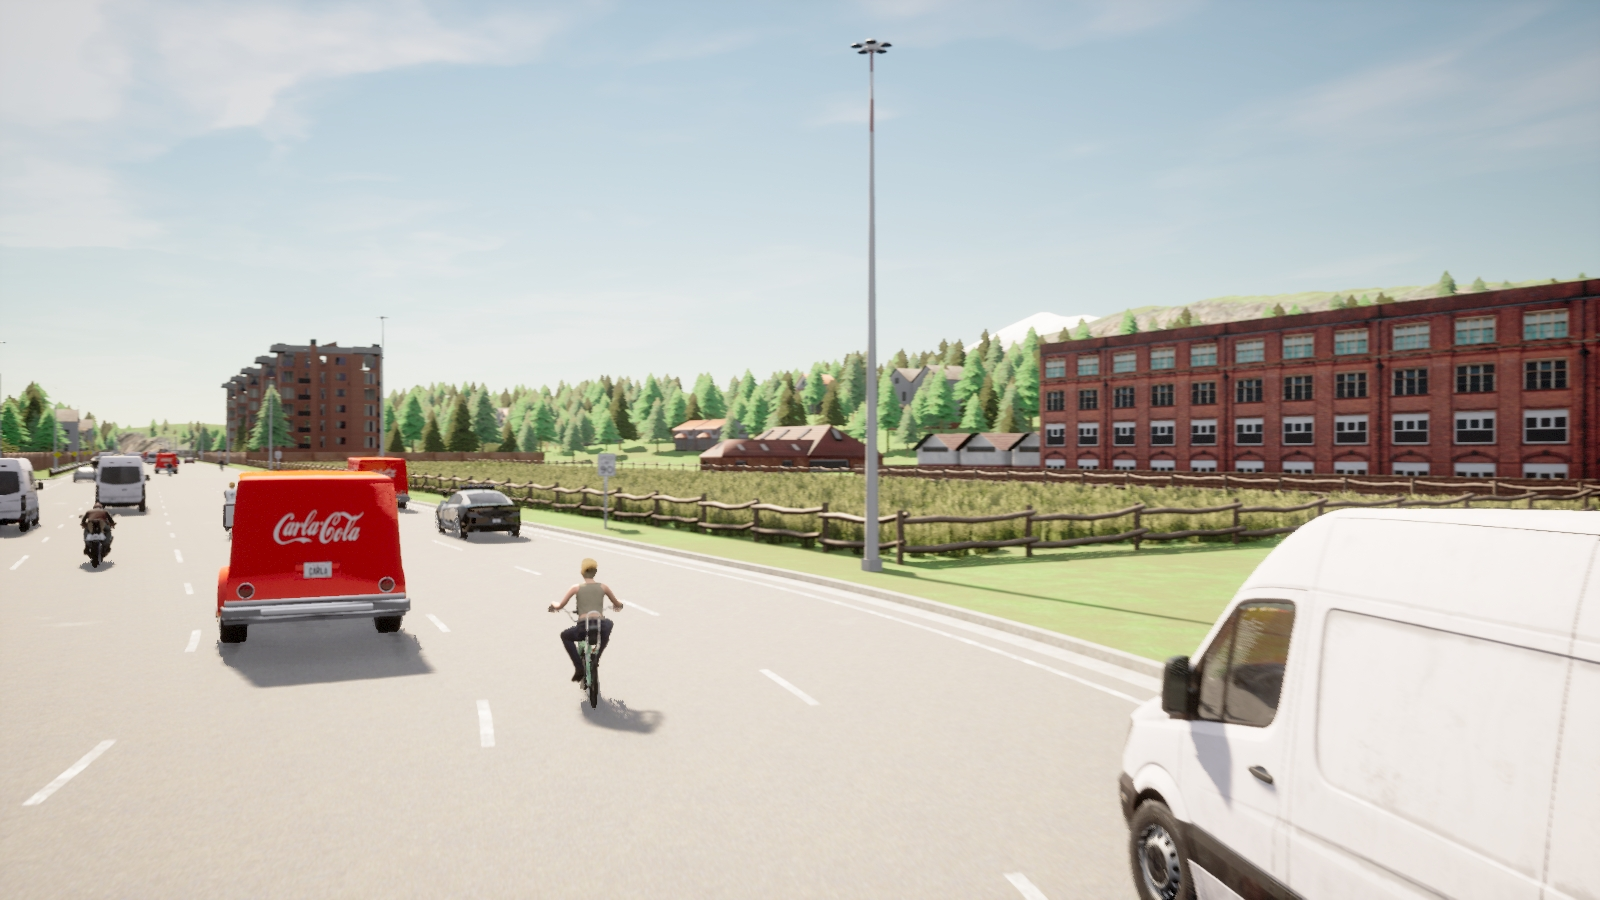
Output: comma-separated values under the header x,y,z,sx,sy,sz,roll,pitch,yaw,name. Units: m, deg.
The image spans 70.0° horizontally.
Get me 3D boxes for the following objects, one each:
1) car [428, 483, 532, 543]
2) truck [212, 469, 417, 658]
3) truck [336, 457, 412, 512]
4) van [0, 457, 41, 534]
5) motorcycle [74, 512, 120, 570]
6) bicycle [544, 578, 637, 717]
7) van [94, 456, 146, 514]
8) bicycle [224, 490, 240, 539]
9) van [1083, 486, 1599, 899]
x,y,z,sx,sy,sz,roll,pitch,yaw,name
-10.635,2.006,37.693,2.097,1.638,5.238,0,0,-30,car
-7.881,1.580,18.316,2.627,2.467,5.204,0,0,-26,truck
-20.585,1.607,55.117,2.627,2.467,5.204,0,0,-30,truck
-28.711,1.566,41.085,1.988,2.561,5.915,0,0,-30,van
-17.451,2.226,28.401,0.867,1.251,2.209,0,0,-29,motorcycle
-2.378,2.166,12.831,0.859,1.276,1.487,0,0,-17,bicycle
-31.923,1.573,53.773,1.988,2.561,5.915,0,0,-30,van
-18.444,2.082,37.085,0.373,1.496,1.643,0,0,-30,bicycle
3.310,1.537,4.974,1.988,2.561,5.915,1,0,-7,van
